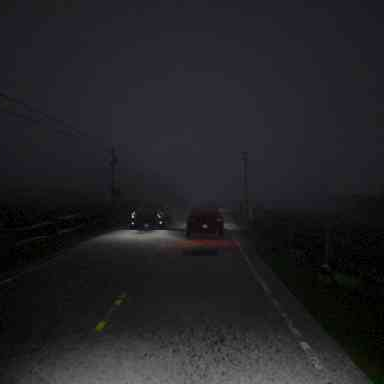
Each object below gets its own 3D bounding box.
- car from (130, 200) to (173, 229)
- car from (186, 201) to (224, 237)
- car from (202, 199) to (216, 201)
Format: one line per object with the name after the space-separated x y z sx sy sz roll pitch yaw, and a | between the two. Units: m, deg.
-2.492 1.345 21.293 2.097 1.767 4.553 0 0 4 | car
0.743 1.474 18.229 1.882 1.535 5.008 0 0 3 | car
1.796 1.485 34.431 2.128 1.511 4.902 0 0 5 | car
